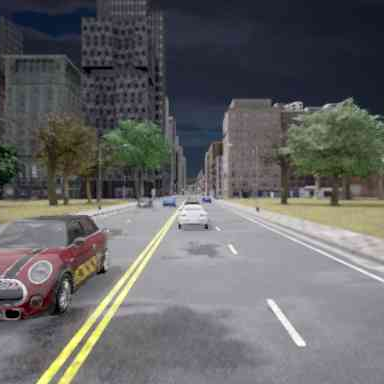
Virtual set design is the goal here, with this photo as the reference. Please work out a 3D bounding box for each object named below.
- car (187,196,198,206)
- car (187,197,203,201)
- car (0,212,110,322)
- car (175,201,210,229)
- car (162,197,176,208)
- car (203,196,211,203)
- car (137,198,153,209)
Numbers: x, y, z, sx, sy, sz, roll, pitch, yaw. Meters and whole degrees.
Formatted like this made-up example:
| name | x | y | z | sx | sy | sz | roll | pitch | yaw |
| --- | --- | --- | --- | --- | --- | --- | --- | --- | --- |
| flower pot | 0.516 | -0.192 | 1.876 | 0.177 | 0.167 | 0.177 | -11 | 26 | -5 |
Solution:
| name | x | y | z | sx | sy | sz | roll | pitch | yaw |
| --- | --- | --- | --- | --- | --- | --- | --- | --- | --- |
| car | 0.017 | 1.566 | 58.916 | 1.882 | 1.535 | 5.008 | 0 | 0 | 0 |
| car | 0.043 | 1.553 | 39.986 | 1.837 | 1.490 | 4.892 | 0 | 0 | 0 |
| car | -3.362 | 1.355 | 7.515 | 2.097 | 1.767 | 4.553 | 0 | 0 | 0 |
| car | 0.069 | 1.544 | 21.950 | 1.812 | 1.442 | 4.674 | 0 | 0 | 0 |
| car | -3.386 | 1.544 | 50.073 | 1.882 | 1.535 | 5.008 | 0 | 0 | 0 |
| car | 3.149 | 1.604 | 72.252 | 1.882 | 1.535 | 5.008 | 0 | 0 | 0 |
| car | -6.639 | 1.552 | 47.208 | 2.128 | 1.511 | 4.902 | 0 | 0 | 0 |
